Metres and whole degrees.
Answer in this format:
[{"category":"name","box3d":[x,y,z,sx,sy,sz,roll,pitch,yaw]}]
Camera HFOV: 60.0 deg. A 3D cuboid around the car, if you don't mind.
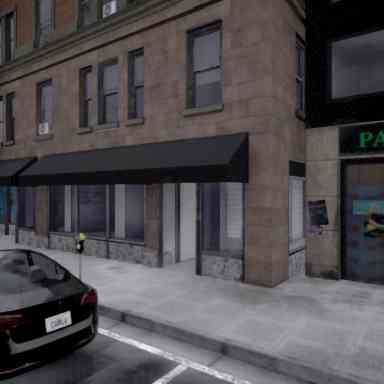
[{"category":"car","box3d":[-3.266,1.566,5.138,4.313,1.339,1.947,0,0,36]}]
